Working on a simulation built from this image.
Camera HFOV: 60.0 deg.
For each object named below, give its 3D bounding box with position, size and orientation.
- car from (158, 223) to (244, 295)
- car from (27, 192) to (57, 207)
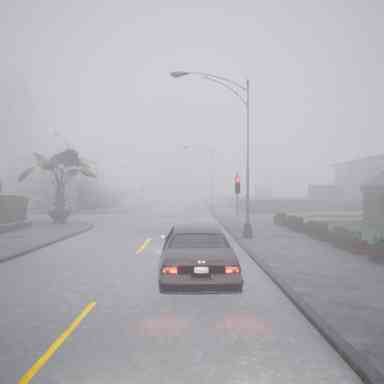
[{"bbox_3d":[0.109,1.547,8.902,2.033,1.411,5.357,0,0,-2],"label":"car"},{"bbox_3d":[-19.782,0.985,43.806,1.905,1.878,3.866,0,0,35],"label":"car"}]
